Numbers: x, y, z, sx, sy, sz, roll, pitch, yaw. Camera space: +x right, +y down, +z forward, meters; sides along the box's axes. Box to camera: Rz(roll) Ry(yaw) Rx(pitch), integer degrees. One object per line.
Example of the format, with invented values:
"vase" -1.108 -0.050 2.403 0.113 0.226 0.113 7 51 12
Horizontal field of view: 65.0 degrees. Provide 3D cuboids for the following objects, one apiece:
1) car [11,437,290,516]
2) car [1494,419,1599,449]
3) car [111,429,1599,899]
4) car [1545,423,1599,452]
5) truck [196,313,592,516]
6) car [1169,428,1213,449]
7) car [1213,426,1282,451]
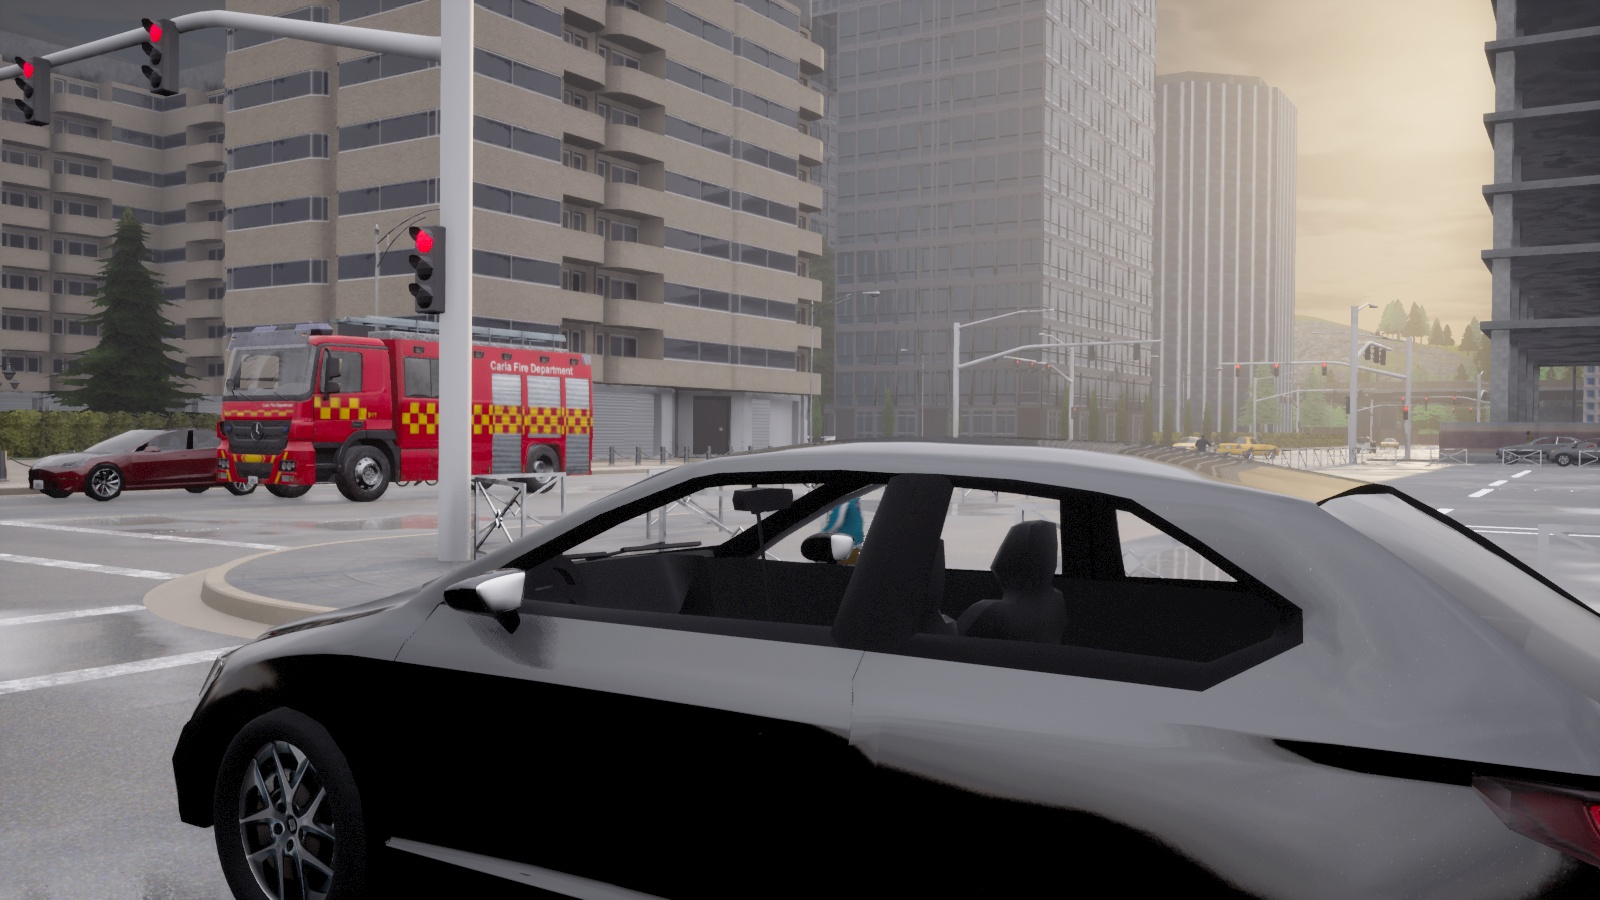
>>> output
"car" -13.616 0.491 26.643 2.163 1.488 4.792 0 1 32
"car" 41.957 -0.889 70.566 5.027 1.651 2.152 0 1 32
"car" 0.098 0.696 3.550 4.193 1.474 1.816 0 1 33
"car" 42.050 -0.664 66.379 4.514 1.525 2.007 0 1 32
"truck" -8.614 -0.738 28.003 2.891 3.827 8.468 0 1 32
"car" 29.585 -0.894 94.940 1.801 1.575 5.366 0 1 32
"car" 29.474 -0.740 82.577 5.366 1.575 1.801 0 0 -40
